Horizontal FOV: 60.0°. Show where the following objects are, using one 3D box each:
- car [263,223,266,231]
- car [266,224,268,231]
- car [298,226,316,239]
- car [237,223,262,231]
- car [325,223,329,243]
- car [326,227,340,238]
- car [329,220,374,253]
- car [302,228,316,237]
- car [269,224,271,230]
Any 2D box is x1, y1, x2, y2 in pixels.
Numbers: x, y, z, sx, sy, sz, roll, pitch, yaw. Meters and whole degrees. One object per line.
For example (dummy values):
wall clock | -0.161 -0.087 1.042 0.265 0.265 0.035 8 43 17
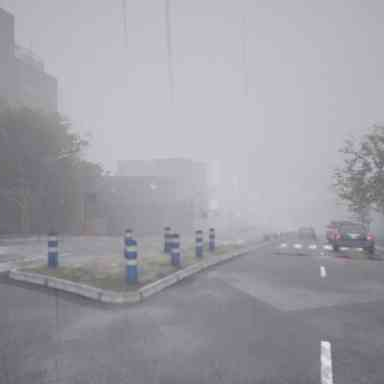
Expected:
car | 15.024 8.920 82.414 4.792 1.488 2.163 1 -5 1
car | 15.953 9.184 85.252 5.366 1.575 1.946 1 -5 1
car | 13.943 4.887 40.368 2.128 1.511 4.902 0 -6 22
car | 12.909 8.296 76.741 4.892 1.521 2.231 1 -5 1
car | 13.434 3.616 30.077 2.150 2.045 5.566 0 -6 21
car | 20.650 5.931 48.864 1.812 1.442 4.674 0 -6 21
car | 9.815 2.735 20.589 2.097 1.767 4.553 0 -6 21
car | 17.625 6.031 50.052 1.895 1.301 4.718 0 -6 21
car | 18.343 9.663 90.924 4.553 1.767 2.185 1 -5 1
